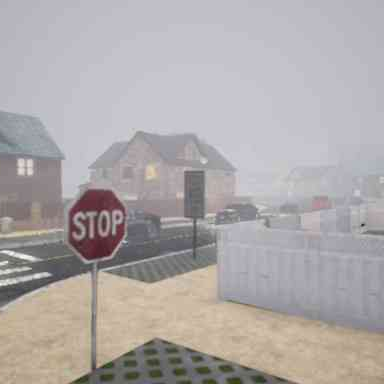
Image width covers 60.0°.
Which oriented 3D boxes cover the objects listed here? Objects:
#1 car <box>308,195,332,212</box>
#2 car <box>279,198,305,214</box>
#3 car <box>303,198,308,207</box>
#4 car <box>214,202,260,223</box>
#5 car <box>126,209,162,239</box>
[{"bbox_3d":[15.254,1.403,39.384,2.150,2.045,5.566,1,0,20],"label":"car"},{"bbox_3d":[11.059,1.694,37.217,1.994,1.385,4.181,1,0,25],"label":"car"},{"bbox_3d":[18.174,1.761,54.246,2.033,1.411,5.357,1,0,3],"label":"car"},{"bbox_3d":[3.572,1.600,25.693,1.837,1.490,4.892,1,1,36],"label":"car"},{"bbox_3d":[-3.573,1.597,16.230,2.128,1.511,4.902,1,1,37],"label":"car"}]
